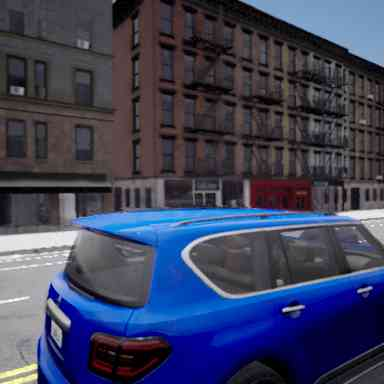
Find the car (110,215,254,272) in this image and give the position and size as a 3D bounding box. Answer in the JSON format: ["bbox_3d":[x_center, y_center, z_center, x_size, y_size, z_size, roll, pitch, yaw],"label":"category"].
[{"bbox_3d":[-0.230,1.594,11.505,4.718,1.301,1.895,0,0,-35],"label":"car"}]

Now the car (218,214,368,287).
[{"bbox_3d":[3.150,1.518,9.923,4.674,1.442,1.812,0,0,-35],"label":"car"}]

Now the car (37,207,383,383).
[{"bbox_3d":[1.099,1.217,4.225,5.566,2.045,2.150,0,0,-35],"label":"car"}]
